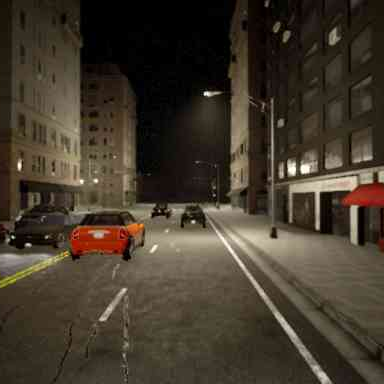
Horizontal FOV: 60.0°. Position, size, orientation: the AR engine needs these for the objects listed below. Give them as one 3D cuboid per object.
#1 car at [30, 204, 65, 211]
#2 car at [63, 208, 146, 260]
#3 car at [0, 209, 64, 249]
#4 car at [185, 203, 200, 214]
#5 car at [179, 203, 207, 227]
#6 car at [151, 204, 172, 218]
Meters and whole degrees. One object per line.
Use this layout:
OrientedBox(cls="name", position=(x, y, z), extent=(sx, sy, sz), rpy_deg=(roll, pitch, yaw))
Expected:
OrientedBox(cls="car", position=(-9.757, 1.628, 22.108), extent=(2.097, 1.767, 4.553), rpy_deg=(0, -1, 0))
OrientedBox(cls="car", position=(-3.154, 1.519, 13.361), extent=(2.097, 1.767, 4.553), rpy_deg=(0, -1, 0))
OrientedBox(cls="car", position=(-6.505, 1.746, 15.878), extent=(2.033, 1.411, 5.357), rpy_deg=(0, -1, 0))
OrientedBox(cls="car", position=(0.083, 2.144, 43.522), extent=(1.895, 1.301, 4.718), rpy_deg=(0, -1, 0))
OrientedBox(cls="car", position=(0.092, 1.825, 25.477), extent=(1.837, 1.490, 4.892), rpy_deg=(0, 0, 0))
OrientedBox(cls="car", position=(-3.164, 1.986, 35.156), extent=(2.033, 1.411, 5.357), rpy_deg=(0, -1, 1))
